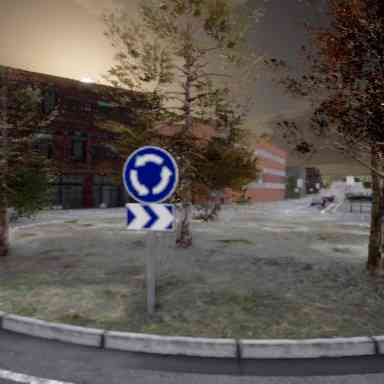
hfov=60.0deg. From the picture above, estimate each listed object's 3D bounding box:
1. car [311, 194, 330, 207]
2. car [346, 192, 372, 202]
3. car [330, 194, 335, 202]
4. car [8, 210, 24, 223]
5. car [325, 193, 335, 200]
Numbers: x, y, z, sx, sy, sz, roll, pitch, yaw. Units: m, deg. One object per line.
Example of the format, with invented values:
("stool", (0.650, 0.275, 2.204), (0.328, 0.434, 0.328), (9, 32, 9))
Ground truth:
("car", (18.412, 1.345, 48.336), (2.033, 1.411, 5.357), (1, 0, 26))
("car", (36.724, 1.092, 72.366), (5.566, 2.045, 2.435), (1, 1, 25))
("car", (27.944, 1.291, 68.542), (1.882, 1.535, 5.008), (1, 1, 25))
("car", (-11.418, 1.129, 18.187), (1.895, 1.301, 4.718), (1, 2, 24))
("car", (32.563, 1.130, 78.337), (1.837, 1.490, 4.892), (1, 1, 25))
